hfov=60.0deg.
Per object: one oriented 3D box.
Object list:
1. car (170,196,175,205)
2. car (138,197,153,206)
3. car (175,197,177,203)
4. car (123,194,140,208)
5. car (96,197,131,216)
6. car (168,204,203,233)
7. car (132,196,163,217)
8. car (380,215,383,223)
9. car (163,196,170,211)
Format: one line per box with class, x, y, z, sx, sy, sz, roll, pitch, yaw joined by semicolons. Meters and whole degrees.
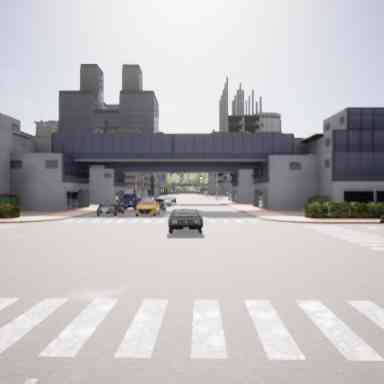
car;-4.197;1.543;52.101;1.812;1.442;4.674;0;0;1
car;-7.662;1.543;55.614;1.812;1.442;4.674;0;0;0
car;-4.115;1.565;68.121;2.033;1.411;5.357;0;0;0
car;-7.721;1.238;42.061;2.150;2.045;5.566;0;0;0
car;-7.773;1.508;32.205;2.128;1.511;4.902;0;0;2
car;-0.393;1.617;19.745;1.895;1.301;4.718;0;0;-2
car;-4.230;1.495;32.176;1.882;1.535;5.008;0;0;0
car;14.994;1.565;21.044;5.357;1.411;2.033;0;0;2
car;-4.223;1.522;41.611;1.837;1.490;4.892;0;0;0
